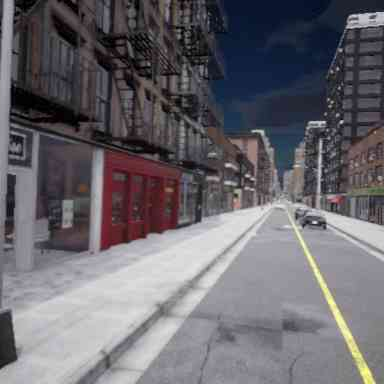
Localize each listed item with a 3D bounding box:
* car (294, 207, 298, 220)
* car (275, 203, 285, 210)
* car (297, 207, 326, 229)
[{"bbox_3d":[13.192,2.483,39.444,2.128,1.511,4.902,2,-1,15],"label":"car"},{"bbox_3d":[19.418,3.170,73.347,1.812,1.442,4.674,2,-1,15],"label":"car"},{"bbox_3d":[10.166,2.256,28.031,1.812,1.442,4.674,2,-1,15],"label":"car"}]
